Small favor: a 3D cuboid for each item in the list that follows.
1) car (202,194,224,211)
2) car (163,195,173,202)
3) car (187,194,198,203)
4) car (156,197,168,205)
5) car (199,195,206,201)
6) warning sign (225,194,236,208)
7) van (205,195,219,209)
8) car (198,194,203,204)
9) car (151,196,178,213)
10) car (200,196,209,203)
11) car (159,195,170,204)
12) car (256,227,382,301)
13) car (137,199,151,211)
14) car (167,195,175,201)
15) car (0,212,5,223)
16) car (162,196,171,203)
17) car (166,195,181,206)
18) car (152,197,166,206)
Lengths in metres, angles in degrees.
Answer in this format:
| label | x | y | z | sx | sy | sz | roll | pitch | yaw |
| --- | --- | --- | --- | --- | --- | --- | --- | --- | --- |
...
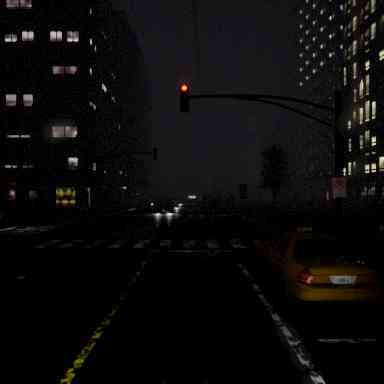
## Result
| label | x | y | z | sx | sy | sz | roll | pitch | yaw |
| --- | --- | --- | --- | --- | --- | --- | --- | --- | --- |
| car | 2.720 | 1.332 | 40.475 | 2.192 | 1.841 | 5.009 | 0 | 0 | 0 |
| car | -5.629 | 1.516 | 79.168 | 1.967 | 1.590 | 4.097 | 0 | 0 | 0 |
| car | 0.145 | 1.660 | 70.134 | 1.895 | 1.301 | 4.718 | 0 | 0 | 0 |
| car | -5.642 | 1.591 | 62.587 | 1.887 | 1.381 | 4.507 | 0 | 0 | 0 |
| car | 2.761 | 1.624 | 90.385 | 1.752 | 1.417 | 4.829 | 0 | 0 | 0 |
| warning sign | 5.109 | 1.135 | 43.730 | 1.300 | 1.860 | 1.060 | 0 | 0 | 0 |
| van | 2.724 | 1.363 | 46.001 | 1.690 | 1.788 | 3.998 | 0 | 0 | 0 |
| car | 2.737 | 1.361 | 62.581 | 2.192 | 1.841 | 5.009 | 0 | 0 | 0 |
| car | -3.068 | 1.562 | 38.150 | 2.033 | 1.411 | 5.357 | 0 | 0 | 0 |
| car | 2.747 | 1.611 | 73.635 | 1.887 | 1.381 | 4.507 | 0 | 0 | 0 |
| car | -5.638 | 1.496 | 68.115 | 1.967 | 1.590 | 4.097 | 0 | 0 | 0 |
| car | 2.694 | 1.526 | 8.232 | 1.752 | 1.417 | 4.829 | 0 | 0 | 0 |
| car | -5.659 | 1.567 | 40.482 | 2.008 | 1.369 | 4.403 | 0 | 0 | 0 |
| car | -5.619 | 1.624 | 90.052 | 1.752 | 1.417 | 4.829 | 0 | 0 | 0 |
| car | -16.376 | 1.806 | 24.843 | 4.181 | 1.385 | 1.994 | -1 | 0 | -2 |
| car | -5.633 | 1.648 | 73.642 | 1.802 | 1.307 | 4.206 | 0 | 0 | 0 |
| car | -3.052 | 1.555 | 51.114 | 1.812 | 1.442 | 4.674 | 0 | 0 | 0 |
| car | -5.646 | 1.588 | 57.062 | 2.008 | 1.369 | 4.403 | 0 | 0 | 0 |
